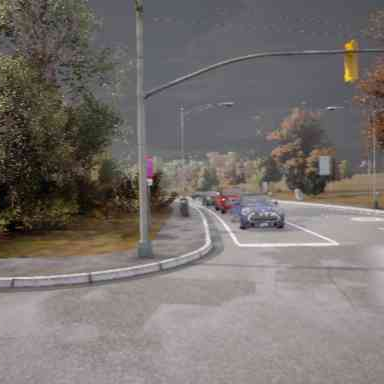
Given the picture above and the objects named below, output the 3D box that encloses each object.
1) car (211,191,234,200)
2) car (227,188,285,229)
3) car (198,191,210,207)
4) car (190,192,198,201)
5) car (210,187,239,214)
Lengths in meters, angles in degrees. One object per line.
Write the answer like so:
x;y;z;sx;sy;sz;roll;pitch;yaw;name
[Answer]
5.197;0.600;56.990;2.128;1.511;4.902;-2;1;-19;car
3.266;0.858;17.319;2.097;1.767;4.553;-1;1;0;car
2.300;0.669;36.883;2.097;1.767;4.553;-1;0;-7;car
1.256;0.708;57.703;1.837;1.490;4.892;-2;0;-22;car
3.098;0.596;26.911;2.150;2.045;5.566;-1;1;-3;car
